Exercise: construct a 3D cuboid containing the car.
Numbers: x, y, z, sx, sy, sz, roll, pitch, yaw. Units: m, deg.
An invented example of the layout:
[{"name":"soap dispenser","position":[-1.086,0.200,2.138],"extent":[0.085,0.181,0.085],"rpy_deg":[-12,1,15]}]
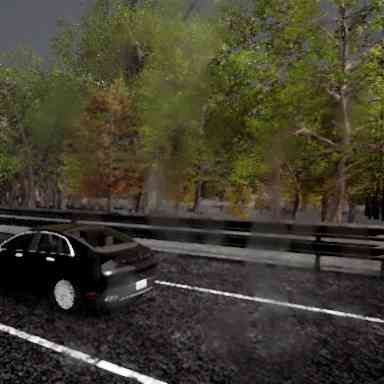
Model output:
[{"name":"car","position":[-3.032,1.489,7.482],"extent":[4.892,1.490,1.837],"rpy_deg":[0,0,31]}]
